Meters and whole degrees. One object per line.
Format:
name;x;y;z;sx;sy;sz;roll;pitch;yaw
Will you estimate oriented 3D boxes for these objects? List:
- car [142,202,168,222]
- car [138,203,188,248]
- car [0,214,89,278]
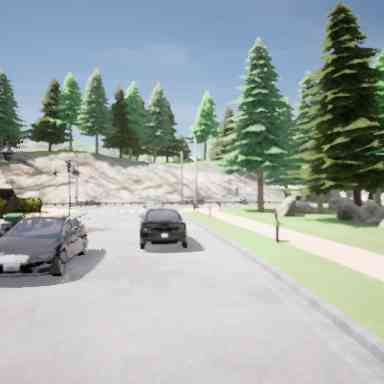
car;-3.080;1.527;26.765;1.895;1.301;4.718;0;0;-9
car;-1.328;1.436;14.663;1.882;1.535;5.008;0;0;-8
car;-4.446;1.475;10.114;2.128;1.511;4.902;0;0;-7
